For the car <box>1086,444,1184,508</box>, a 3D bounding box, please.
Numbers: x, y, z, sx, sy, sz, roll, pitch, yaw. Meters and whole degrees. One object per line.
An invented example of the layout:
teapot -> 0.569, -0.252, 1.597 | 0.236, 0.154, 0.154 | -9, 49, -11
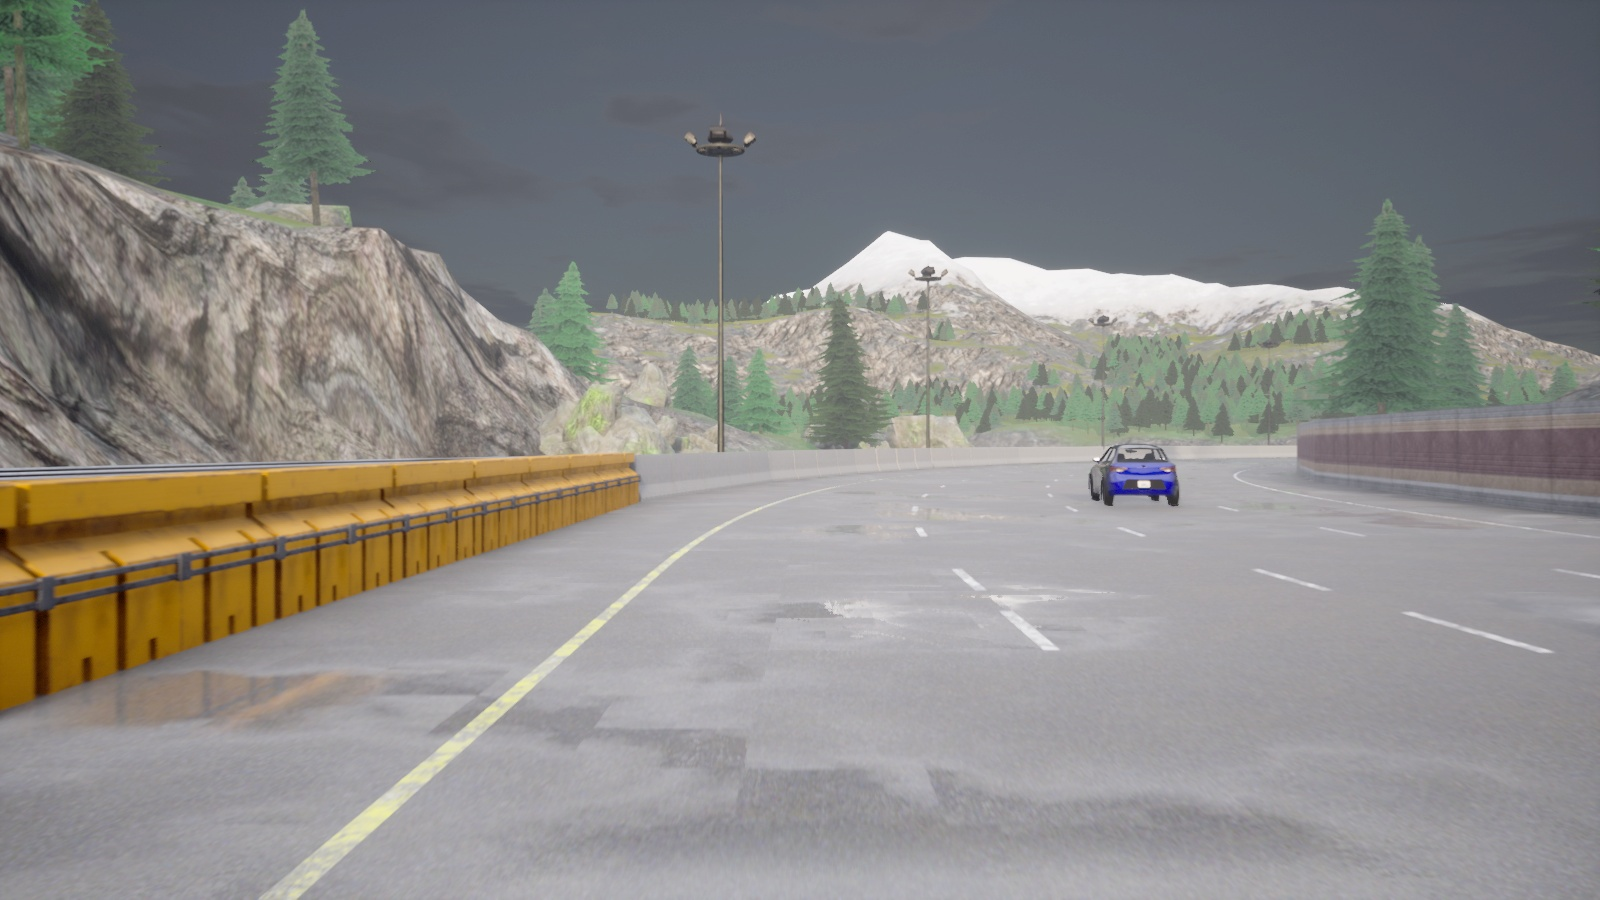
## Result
car -> 8.244, 0.591, 31.235 | 1.816, 1.474, 4.193 | 0, 0, 7
